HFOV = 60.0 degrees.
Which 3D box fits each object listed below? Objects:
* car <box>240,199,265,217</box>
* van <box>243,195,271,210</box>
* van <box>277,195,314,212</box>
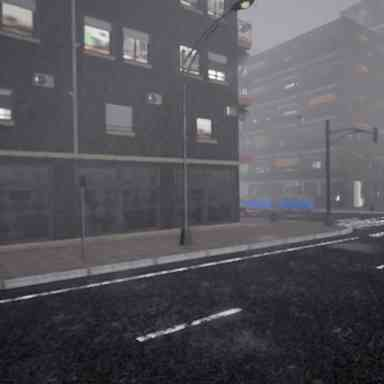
[{"bbox_3d":[4.225,1.579,30.430,1.802,1.307,4.206,-2,1,-36],"label":"car"},{"bbox_3d":[7.633,1.265,39.866,1.690,1.788,3.998,-2,1,-36],"label":"van"},{"bbox_3d":[10.954,1.190,35.355,1.690,1.788,3.998,-2,1,-36],"label":"van"}]
